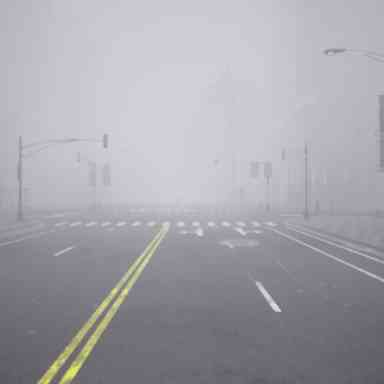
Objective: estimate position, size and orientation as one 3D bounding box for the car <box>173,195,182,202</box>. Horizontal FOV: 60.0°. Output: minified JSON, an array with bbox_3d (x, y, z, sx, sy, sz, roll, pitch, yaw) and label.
[{"bbox_3d":[-3.251,1.527,75.822,1.882,1.535,5.008,0,0,0],"label":"car"}]
